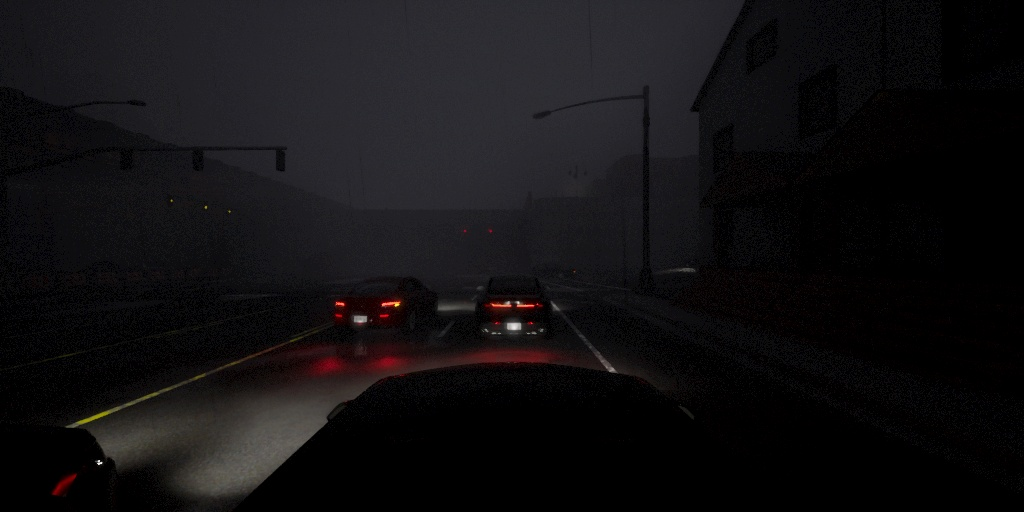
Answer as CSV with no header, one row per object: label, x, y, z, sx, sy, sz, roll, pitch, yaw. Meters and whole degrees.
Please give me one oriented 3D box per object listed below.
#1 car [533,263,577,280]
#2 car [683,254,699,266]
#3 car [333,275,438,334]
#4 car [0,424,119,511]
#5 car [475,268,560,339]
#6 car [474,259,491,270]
car,2.869,1.311,30.766,5.357,1.411,2.033,0,0,7
car,17.441,-0.075,30.508,5.357,1.411,2.033,-10,0,-1
car,-3.453,1.276,10.483,1.812,1.442,4.674,0,0,0
car,-3.401,1.255,0.201,1.837,1.490,4.892,0,0,0
car,0.043,1.255,10.068,1.837,1.490,4.892,0,0,0
car,-4.437,1.314,52.060,1.994,1.385,4.181,0,0,-2
